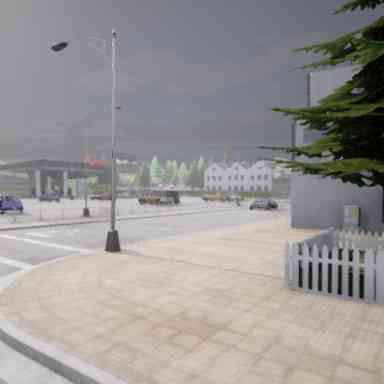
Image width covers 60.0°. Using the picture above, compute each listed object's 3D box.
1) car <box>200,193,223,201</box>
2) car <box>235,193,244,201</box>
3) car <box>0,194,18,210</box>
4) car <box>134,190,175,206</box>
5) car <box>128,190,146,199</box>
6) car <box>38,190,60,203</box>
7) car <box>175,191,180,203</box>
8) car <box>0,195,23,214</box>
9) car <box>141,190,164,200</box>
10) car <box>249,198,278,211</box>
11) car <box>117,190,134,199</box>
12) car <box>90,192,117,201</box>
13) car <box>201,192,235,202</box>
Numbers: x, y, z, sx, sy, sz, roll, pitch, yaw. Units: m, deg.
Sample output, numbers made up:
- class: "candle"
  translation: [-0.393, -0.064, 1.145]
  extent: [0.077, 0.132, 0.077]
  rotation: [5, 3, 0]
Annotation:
- class: "car"
  translation: [3.988, 0.910, 68.402]
  extent: [4.514, 1.523, 2.007]
  rotation: [1, 0, 36]
- class: "car"
  translation: [7.538, 0.918, 61.295]
  extent: [3.806, 1.475, 1.970]
  rotation: [1, 0, 36]
- class: "car"
  translation: [-20.154, 0.998, 34.789]
  extent: [3.806, 1.475, 1.970]
  rotation: [1, 0, 36]
- class: "car"
  translation: [-4.866, 0.791, 42.968]
  extent: [4.605, 1.855, 1.932]
  rotation: [1, 0, 36]
- class: "car"
  translation: [-12.621, 0.500, 75.952]
  extent: [3.866, 1.878, 1.905]
  rotation: [1, 0, 36]
- class: "car"
  translation: [-21.996, 0.817, 50.952]
  extent: [3.633, 1.501, 1.845]
  rotation: [1, 0, 36]
- class: "car"
  translation: [-3.491, 0.766, 45.561]
  extent: [3.866, 1.878, 1.905]
  rotation: [1, 0, 36]
- class: "car"
  translation: [-15.903, 1.065, 28.016]
  extent: [3.633, 1.501, 1.845]
  rotation: [1, 0, 36]
- class: "car"
  translation: [-8.189, 0.603, 68.669]
  extent: [4.605, 1.855, 1.932]
  rotation: [1, 0, 36]
- class: "car"
  translation: [8.116, 1.386, 37.597]
  extent: [1.994, 1.385, 4.181]
  rotation: [1, 0, 36]
- class: "car"
  translation: [-15.073, 0.777, 73.624]
  extent: [3.806, 1.475, 1.970]
  rotation: [1, 0, 36]
- class: "car"
  translation: [-16.088, 0.796, 59.011]
  extent: [4.514, 1.523, 2.007]
  rotation: [1, 0, 36]
- class: "car"
  translation: [4.029, 0.843, 55.913]
  extent: [5.027, 1.636, 2.152]
  rotation: [1, 0, 36]
